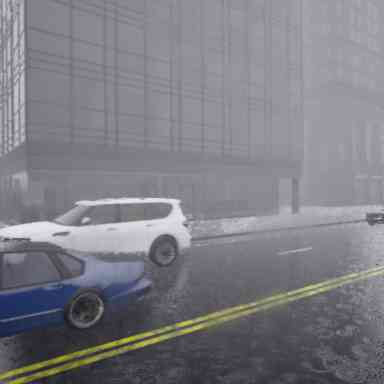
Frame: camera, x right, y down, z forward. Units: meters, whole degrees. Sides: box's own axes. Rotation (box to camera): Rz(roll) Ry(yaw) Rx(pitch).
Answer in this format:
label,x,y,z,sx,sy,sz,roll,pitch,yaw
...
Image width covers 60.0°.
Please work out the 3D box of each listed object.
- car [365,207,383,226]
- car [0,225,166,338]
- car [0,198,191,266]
label,x,y,z,sx,sy,sz,roll,pitch,yaw
car,12.861,1.456,20.827,4.718,1.301,1.895,0,0,-35
car,-3.297,1.549,5.318,5.357,1.411,2.033,0,0,-35
car,-2.642,1.206,9.777,5.566,2.045,2.150,0,0,-35
